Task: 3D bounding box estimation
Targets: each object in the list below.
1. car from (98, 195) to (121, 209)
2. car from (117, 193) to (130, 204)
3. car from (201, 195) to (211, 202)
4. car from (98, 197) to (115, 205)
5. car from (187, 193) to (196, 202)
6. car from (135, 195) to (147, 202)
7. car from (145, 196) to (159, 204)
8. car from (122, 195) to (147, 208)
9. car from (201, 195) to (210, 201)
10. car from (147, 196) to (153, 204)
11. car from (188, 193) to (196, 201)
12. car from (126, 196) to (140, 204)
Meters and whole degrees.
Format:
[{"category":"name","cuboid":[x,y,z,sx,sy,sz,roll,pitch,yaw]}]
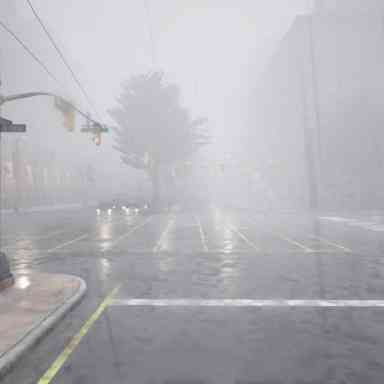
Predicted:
[{"category":"car","cuboid":[-11.623,1.526,46.119,1.812,1.442,4.674,0,0,0]},{"category":"car","cuboid":[-11.580,1.221,55.531,2.150,2.045,5.566,0,0,1]},{"category":"car","cuboid":[3.440,1.595,78.001,1.895,1.301,4.718,0,0,0]},{"category":"car","cuboid":[-14.793,1.595,57.823,1.895,1.301,4.718,0,0,0]},{"category":"car","cuboid":[-0.059,1.540,76.821,2.033,1.411,5.357,0,0,0]},{"category":"car","cuboid":[-11.558,1.525,75.649,2.128,1.511,4.902,0,0,0]},{"category":"car","cuboid":[-8.051,1.547,67.378,2.033,1.411,5.357,0,0,0]},{"category":"car","cuboid":[-8.124,1.547,47.520,2.033,1.411,5.357,0,0,0]},{"category":"car","cuboid":[3.434,1.525,87.034,2.128,1.511,4.902,0,0,0]},{"category":"car","cuboid":[-8.073,1.564,56.757,1.994,1.385,4.181,0,0,1]},{"category":"car","cuboid":[-0.066,1.225,87.062,2.150,2.045,5.566,0,0,0]},{"category":"car","cuboid":[-11.550,1.564,65.415,1.994,1.385,4.181,0,0,0]}]
